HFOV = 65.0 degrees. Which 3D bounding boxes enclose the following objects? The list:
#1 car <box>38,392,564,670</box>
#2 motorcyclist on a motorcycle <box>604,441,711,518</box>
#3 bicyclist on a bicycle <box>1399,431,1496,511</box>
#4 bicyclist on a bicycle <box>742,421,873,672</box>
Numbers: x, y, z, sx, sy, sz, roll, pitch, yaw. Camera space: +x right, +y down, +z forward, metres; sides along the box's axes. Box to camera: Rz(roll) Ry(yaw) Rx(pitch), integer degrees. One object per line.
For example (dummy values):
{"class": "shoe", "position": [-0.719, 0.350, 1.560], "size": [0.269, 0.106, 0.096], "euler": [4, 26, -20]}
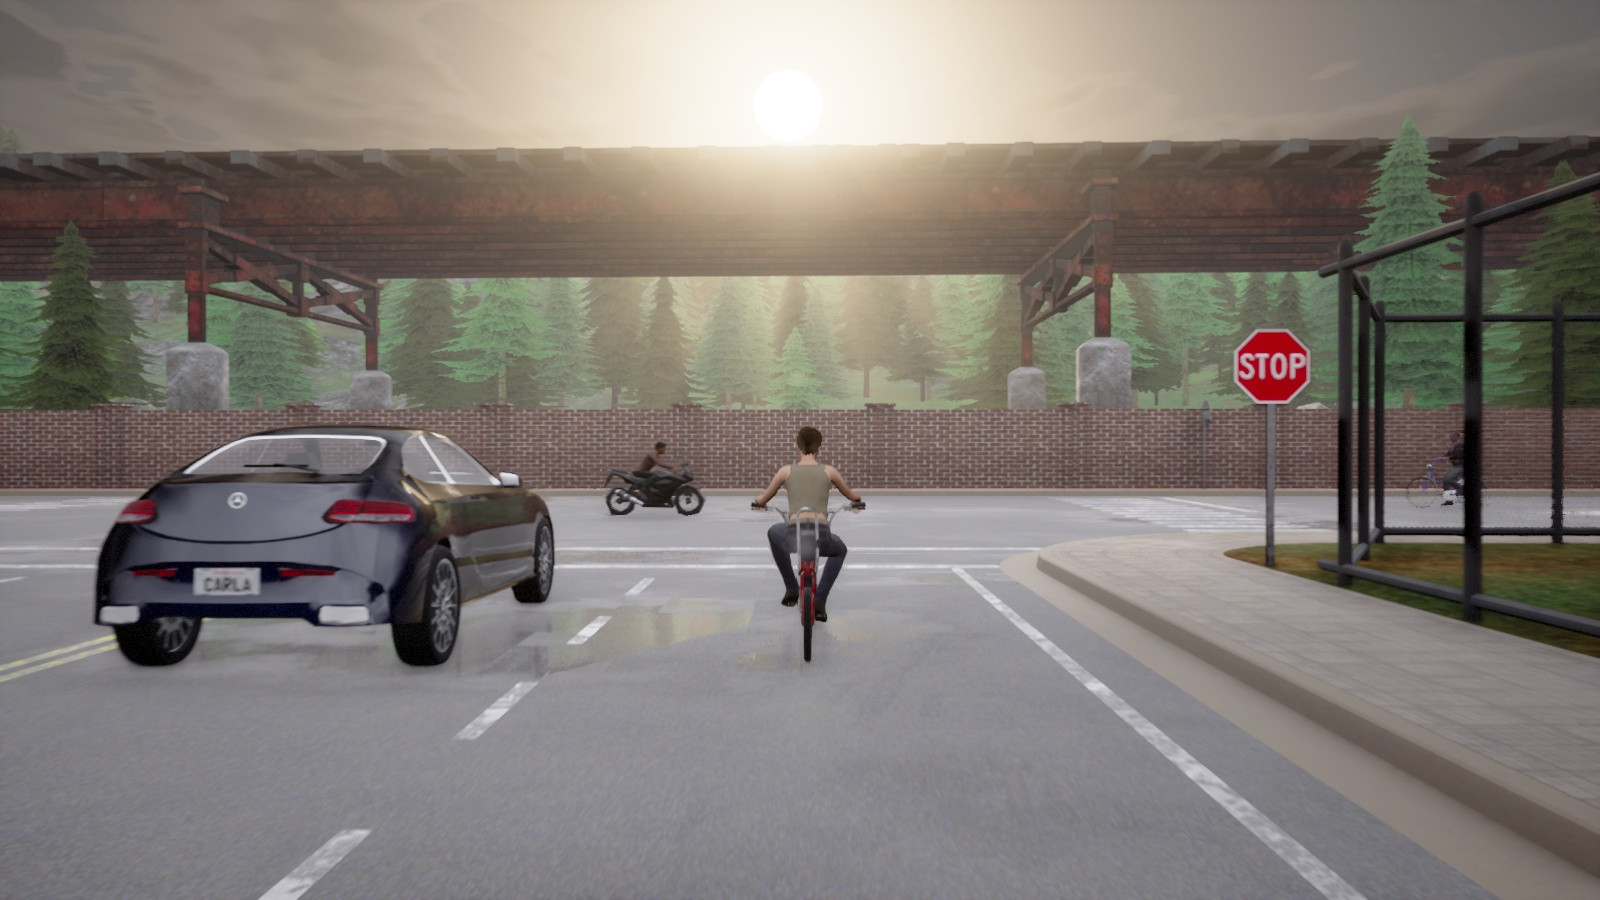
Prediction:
{"class": "car", "position": [-3.428, 0.466, 9.958], "size": [2.152, 1.651, 5.027], "euler": [0, 0, 0]}
{"class": "motorcyclist on a motorcycle", "position": [-2.866, 0.583, 25.393], "size": [2.044, 1.523, 0.797], "euler": [0, 0, 2]}
{"class": "bicyclist on a bicycle", "position": [14.691, 0.468, 28.503], "size": [1.843, 1.776, 0.659], "euler": [0, 0, 1]}
{"class": "bicyclist on a bicycle", "position": [0.060, 0.628, 9.076], "size": [0.866, 1.612, 1.509], "euler": [0, 3, 1]}
